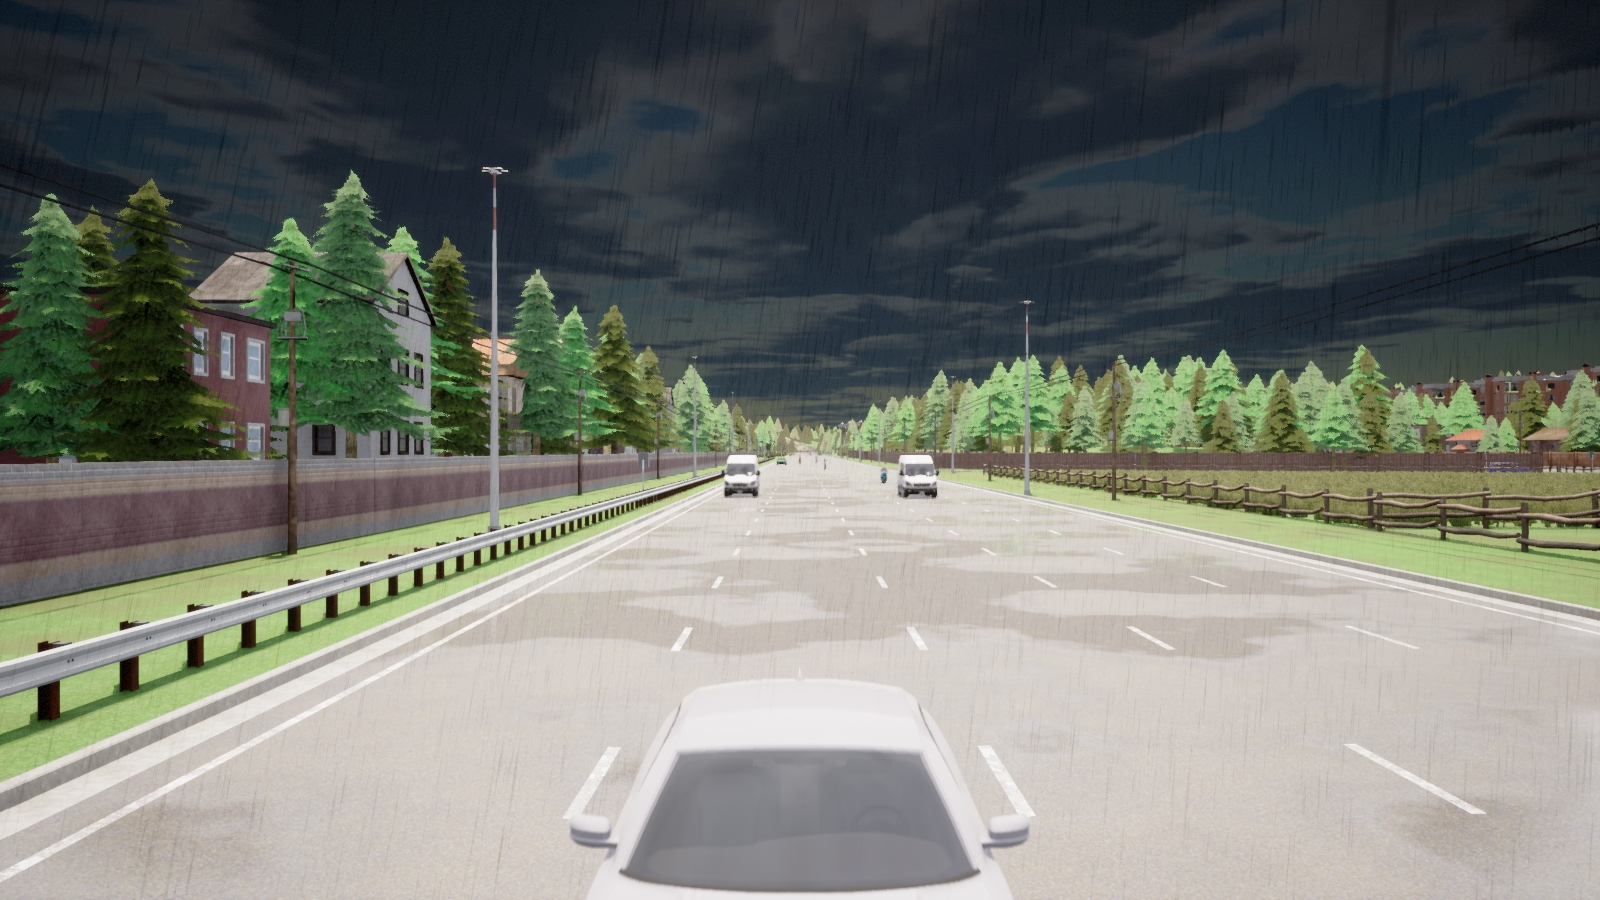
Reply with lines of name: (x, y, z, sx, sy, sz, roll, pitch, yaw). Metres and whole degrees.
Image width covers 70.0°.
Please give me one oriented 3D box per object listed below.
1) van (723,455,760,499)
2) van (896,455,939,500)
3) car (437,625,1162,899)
van: (-3.513, 1.579, 69.444, 1.988, 2.561, 5.915, 0, 0, 0)
van: (6.986, 1.578, 68.410, 1.988, 2.561, 5.915, 0, 0, 0)
car: (-0.002, 2.039, 5.804, 2.097, 1.535, 5.006, 0, 0, 0)
